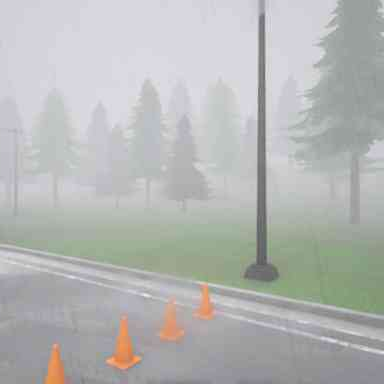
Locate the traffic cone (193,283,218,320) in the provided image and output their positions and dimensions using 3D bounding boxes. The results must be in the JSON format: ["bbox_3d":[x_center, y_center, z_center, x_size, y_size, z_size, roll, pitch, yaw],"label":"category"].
[{"bbox_3d":[0.252,1.953,6.049,0.340,0.580,0.340,0,0,35],"label":"traffic cone"}]

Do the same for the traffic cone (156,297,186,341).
[{"bbox_3d":[-0.325,1.953,5.232,0.340,0.580,0.340,0,0,35],"label":"traffic cone"}]

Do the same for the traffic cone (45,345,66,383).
[{"bbox_3d":[-1.479,1.953,3.599,0.340,0.580,0.340,0,0,35],"label":"traffic cone"}]

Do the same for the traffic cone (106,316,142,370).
[{"bbox_3d":[-0.902,1.953,4.416,0.340,0.580,0.340,0,0,35],"label":"traffic cone"}]
